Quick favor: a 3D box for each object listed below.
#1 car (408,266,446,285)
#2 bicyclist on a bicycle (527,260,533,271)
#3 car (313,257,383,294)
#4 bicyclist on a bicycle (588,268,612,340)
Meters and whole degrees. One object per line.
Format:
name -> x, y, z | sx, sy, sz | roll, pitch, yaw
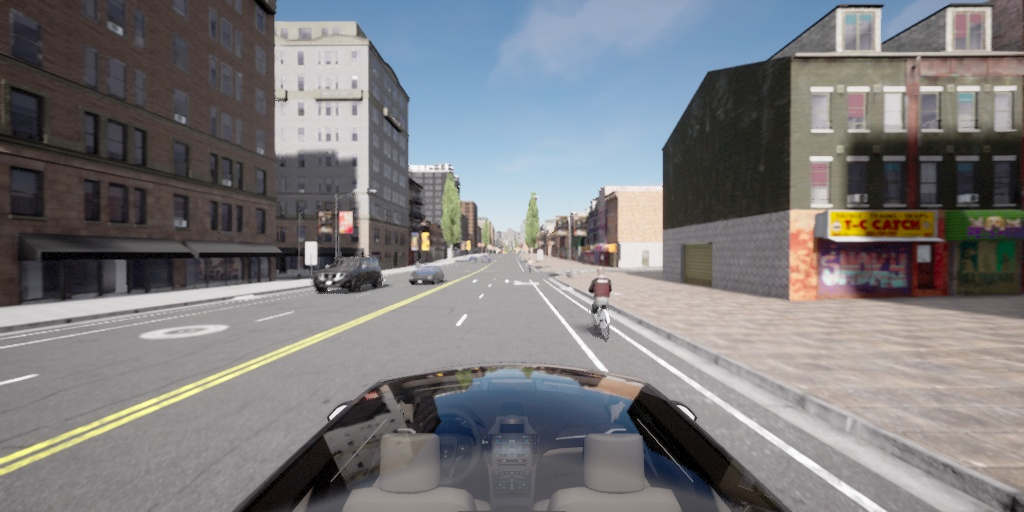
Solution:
car -> -6.517, 1.455, 28.145 | 2.033, 1.411, 5.357 | 0, 0, 1
bicyclist on a bicycle -> 2.268, 1.240, 44.957 | 0.866, 1.612, 1.509 | 1, -2, 0
car -> -9.815, 1.103, 22.011 | 2.150, 2.045, 5.566 | 0, 0, 0
bicyclist on a bicycle -> 2.253, 1.179, 9.293 | 0.659, 1.776, 1.843 | 0, 0, 0
